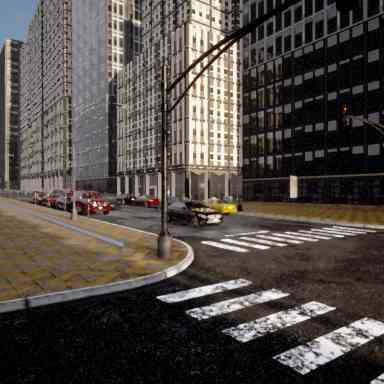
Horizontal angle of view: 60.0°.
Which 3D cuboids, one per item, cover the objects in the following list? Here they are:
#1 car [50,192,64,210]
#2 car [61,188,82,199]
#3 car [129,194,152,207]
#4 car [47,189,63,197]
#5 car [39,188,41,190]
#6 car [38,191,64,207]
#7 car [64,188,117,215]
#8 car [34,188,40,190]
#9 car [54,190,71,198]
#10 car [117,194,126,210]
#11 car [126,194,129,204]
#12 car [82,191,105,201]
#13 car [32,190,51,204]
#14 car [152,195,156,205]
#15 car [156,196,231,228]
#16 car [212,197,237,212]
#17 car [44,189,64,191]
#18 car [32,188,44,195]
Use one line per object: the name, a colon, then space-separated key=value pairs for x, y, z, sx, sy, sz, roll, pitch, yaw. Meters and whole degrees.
car: x=-11.717 y=0.987 z=31.735 sx=1.947 sy=1.339 sz=4.313 roll=1 pitch=0 yaw=-36
car: x=-21.518 y=0.186 z=59.375 sx=2.192 sy=1.841 sz=5.009 roll=1 pitch=0 yaw=-36
car: x=-4.955 y=0.977 z=36.683 sx=1.802 sy=1.307 sz=4.206 roll=1 pitch=0 yaw=-36
car: x=-28.151 y=0.214 z=68.454 sx=2.008 sy=1.369 sz=4.403 roll=1 pitch=0 yaw=-36
car: x=-31.465 y=0.104 z=72.993 sx=1.887 sy=1.381 sz=4.507 roll=1 pitch=0 yaw=-36
car: x=-15.030 y=0.861 z=36.273 sx=1.887 sy=1.381 sz=4.507 roll=1 pitch=0 yaw=-36
car: x=-8.398 y=0.841 z=27.195 sx=2.192 sy=1.841 sz=5.009 roll=1 pitch=0 yaw=-36
car: x=-34.776 y=-0.105 z=77.531 sx=1.967 sy=1.590 sz=4.097 roll=1 pitch=0 yaw=-36
car: x=-24.937 y=0.289 z=64.053 sx=1.752 sy=1.417 sz=4.829 roll=1 pitch=0 yaw=-36
car: x=-8.296 y=1.019 z=31.425 sx=1.994 sy=1.385 sz=4.181 roll=0 pitch=1 yaw=-36
car: x=-8.269 y=0.856 z=41.222 sx=1.947 sy=1.339 sz=4.313 roll=1 pitch=0 yaw=-36
car: x=-14.896 y=0.646 z=50.300 sx=1.947 sy=1.339 sz=4.313 roll=1 pitch=0 yaw=-36
car: x=-18.344 y=0.793 z=40.811 sx=1.802 sy=1.307 sz=4.206 roll=1 pitch=0 yaw=-36
car: x=-1.641 y=1.066 z=32.145 sx=1.947 sy=1.339 sz=4.313 roll=1 pitch=0 yaw=-36
car: x=-0.078 y=1.242 z=20.164 sx=1.812 sy=1.442 sz=4.674 roll=0 pitch=1 yaw=-36
car: x=1.642 y=1.127 z=27.798 sx=1.752 sy=1.417 sz=4.829 roll=1 pitch=0 yaw=-36
car: x=-18.084 y=0.496 z=44.913 sx=2.097 sy=1.767 sz=4.553 roll=0 pitch=1 yaw=-36
car: x=-38.089 y=-0.208 z=82.070 sx=1.967 sy=1.590 sz=4.097 roll=1 pitch=0 yaw=-36
